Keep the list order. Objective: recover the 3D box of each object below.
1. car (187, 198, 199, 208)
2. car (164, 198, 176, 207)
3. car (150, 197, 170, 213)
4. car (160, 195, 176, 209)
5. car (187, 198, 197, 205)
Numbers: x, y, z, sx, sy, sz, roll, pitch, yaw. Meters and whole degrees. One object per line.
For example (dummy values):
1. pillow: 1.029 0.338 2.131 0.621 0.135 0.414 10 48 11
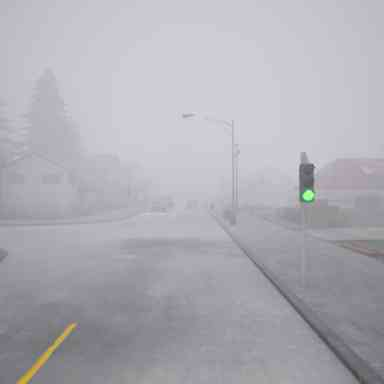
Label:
1. car: 0.125 1.835 56.730 1.882 1.535 5.008 0 0 0
2. car: -4.037 1.915 61.726 1.812 1.442 4.674 0 0 0
3. car: -4.082 1.766 41.333 1.837 1.490 4.892 0 0 0
4. car: -4.076 1.546 51.383 2.150 2.045 5.566 0 0 0
5. car: 0.035 2.220 76.028 2.128 1.511 4.902 0 0 0
